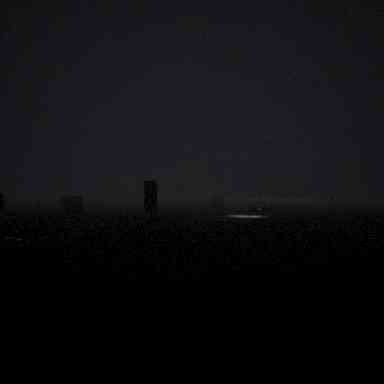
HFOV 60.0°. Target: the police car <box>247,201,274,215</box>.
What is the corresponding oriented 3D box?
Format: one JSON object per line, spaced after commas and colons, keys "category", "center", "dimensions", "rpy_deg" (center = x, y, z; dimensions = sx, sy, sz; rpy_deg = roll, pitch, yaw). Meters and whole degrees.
{"category": "police car", "center": [8.513, 1.931, 41.491], "dimensions": [1.930, 1.638, 5.238], "rpy_deg": [-1, -1, 35]}
